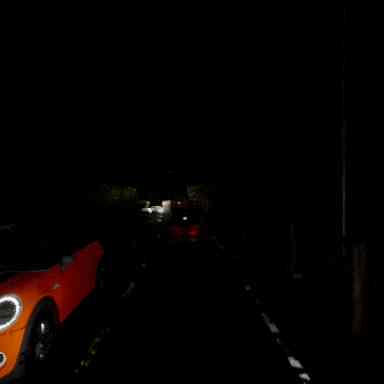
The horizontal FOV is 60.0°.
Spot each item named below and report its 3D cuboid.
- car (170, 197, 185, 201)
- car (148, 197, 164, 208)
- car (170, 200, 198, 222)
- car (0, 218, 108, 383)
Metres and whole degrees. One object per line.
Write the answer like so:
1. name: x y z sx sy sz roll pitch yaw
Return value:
1. car: -1.711 1.354 42.363 2.097 1.767 4.553 0 0 -5
2. car: -5.035 1.509 46.891 1.837 1.490 4.892 0 0 -5
3. car: -0.618 1.590 26.145 1.895 1.301 4.718 0 0 -3
4. car: -2.919 1.343 5.590 2.097 1.767 4.553 0 0 -1
